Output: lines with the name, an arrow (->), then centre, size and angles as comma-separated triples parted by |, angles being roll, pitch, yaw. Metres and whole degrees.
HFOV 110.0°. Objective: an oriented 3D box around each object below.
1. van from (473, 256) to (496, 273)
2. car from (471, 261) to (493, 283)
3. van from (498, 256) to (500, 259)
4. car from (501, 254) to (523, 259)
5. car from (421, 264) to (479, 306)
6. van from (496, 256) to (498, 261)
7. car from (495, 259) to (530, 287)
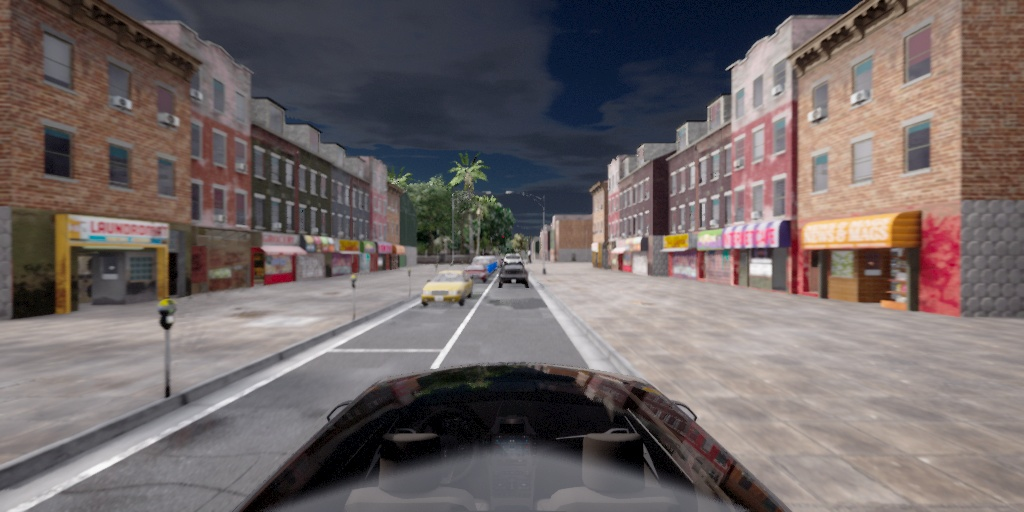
van -> -2.643, 0.962, 31.948 | 1.690, 1.789, 3.998 | 0, 0, 0
car -> -2.642, 1.222, 26.484 | 1.802, 1.307, 4.207 | 0, 0, 0
van -> -2.645, 0.925, 42.877 | 1.690, 1.789, 3.998 | 0, 0, 0
car -> 0.093, 0.808, 42.054 | 2.150, 2.045, 5.566 | 0, 0, 0
car -> -2.640, 1.206, 15.388 | 1.751, 1.417, 4.829 | 0, 0, 0
van -> -2.644, 0.944, 37.412 | 1.690, 1.789, 3.998 | 0, 0, 0
car -> 0.097, 1.158, 23.159 | 1.837, 1.490, 4.892 | 0, 1, 0
